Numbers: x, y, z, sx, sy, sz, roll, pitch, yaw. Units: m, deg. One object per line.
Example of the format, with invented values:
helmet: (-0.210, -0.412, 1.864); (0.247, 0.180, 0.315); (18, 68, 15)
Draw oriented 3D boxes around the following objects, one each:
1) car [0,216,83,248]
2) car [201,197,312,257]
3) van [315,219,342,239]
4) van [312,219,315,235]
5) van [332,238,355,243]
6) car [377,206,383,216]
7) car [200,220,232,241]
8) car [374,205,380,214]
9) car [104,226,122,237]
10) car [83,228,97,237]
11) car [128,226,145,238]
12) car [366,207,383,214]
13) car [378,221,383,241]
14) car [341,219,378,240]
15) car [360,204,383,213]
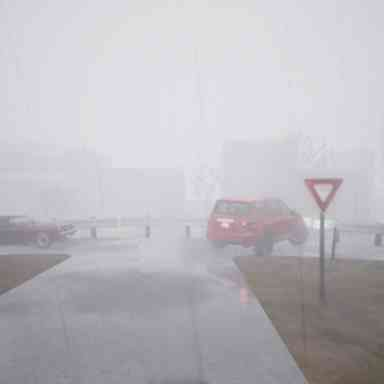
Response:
car: (-7.559, 1.686, 14.478); (4.718, 1.301, 1.895); (-2, 1, 2)
car: (2.820, 1.237, 13.742); (2.150, 2.045, 5.566); (2, 1, 38)
van: (14.466, 4.229, 37.921); (1.878, 1.987, 4.442); (0, 0, -18)
van: (11.508, 4.229, 38.007); (1.878, 1.987, 4.442); (0, 0, -18)
van: (10.736, 4.436, 20.854); (1.878, 1.987, 4.442); (0, 1, -18)
car: (40.971, 4.087, 67.771); (5.008, 1.535, 2.097); (-1, 1, -17)
car: (2.667, 4.329, 38.182); (2.185, 1.767, 4.553); (0, 0, -18)
car: (41.096, 3.927, 70.771); (4.553, 1.767, 2.185); (-1, 0, -17)
car: (-9.221, 4.450, 38.665); (1.946, 1.575, 5.366); (0, 0, -18)
car: (-12.109, 4.451, 38.579); (2.097, 1.535, 5.008); (0, 0, -18)
car: (-6.182, 4.482, 38.384); (2.163, 1.488, 4.792); (0, 0, -18)
car: (41.298, 4.057, 73.774); (4.674, 1.452, 2.002); (-1, 0, -17)
car: (20.437, 4.203, 37.616); (2.435, 2.045, 5.566); (0, 0, -18)
car: (17.479, 4.203, 37.703); (2.435, 2.045, 5.566); (0, 0, -18)
car: (41.500, 3.857, 76.774); (4.553, 1.767, 2.185); (-1, 1, -17)
